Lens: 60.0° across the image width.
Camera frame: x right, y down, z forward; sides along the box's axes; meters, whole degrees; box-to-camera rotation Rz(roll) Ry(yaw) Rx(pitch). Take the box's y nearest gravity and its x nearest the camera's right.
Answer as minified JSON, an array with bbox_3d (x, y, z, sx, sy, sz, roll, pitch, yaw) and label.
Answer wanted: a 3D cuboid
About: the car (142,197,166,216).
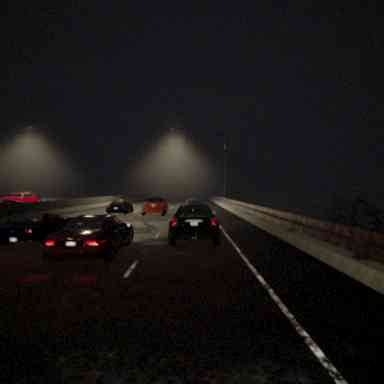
[{"bbox_3d":[-3.408,1.229,31.502,2.097,1.767,4.553,0,0,0],"label":"car"}]

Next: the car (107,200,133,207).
[{"bbox_3d":[-6.907,1.438,32.181,1.994,1.385,4.181,0,0,0],"label":"car"}]

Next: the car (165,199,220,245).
[{"bbox_3d":[0.090,1.293,15.427,2.097,1.767,4.553,0,0,0],"label":"car"}]

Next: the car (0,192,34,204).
[{"bbox_3d":[-21.089,1.059,40.618,2.150,2.045,5.566,0,0,0],"label":"car"}]

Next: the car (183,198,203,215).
[{"bbox_3d":[0.095,1.397,32.721,1.812,1.442,4.674,0,0,0],"label":"car"}]

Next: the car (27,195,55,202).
[{"bbox_3d":[-17.591,1.403,40.247,1.994,1.385,4.181,0,0,0],"label":"car"}]

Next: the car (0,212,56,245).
[{"bbox_3d":[-6.908,1.544,15.130,1.895,1.301,4.718,0,0,0],"label":"car"}]

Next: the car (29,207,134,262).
[{"bbox_3d":[-3.415,1.503,11.900,2.033,1.411,5.357,0,0,0],"label":"car"}]
